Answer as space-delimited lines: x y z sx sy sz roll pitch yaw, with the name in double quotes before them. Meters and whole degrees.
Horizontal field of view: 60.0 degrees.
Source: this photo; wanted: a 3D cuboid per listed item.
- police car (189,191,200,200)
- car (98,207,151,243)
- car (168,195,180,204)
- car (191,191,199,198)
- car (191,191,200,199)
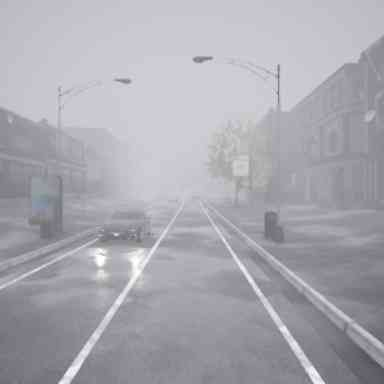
"police car" 0.869 0.973 76.368 1.930 1.638 5.238 0 0 0
"car" -3.106 1.508 16.117 1.837 1.490 4.892 0 0 0
"car" -3.068 1.258 57.685 2.033 1.411 5.357 0 1 1
"car" 0.863 0.679 92.291 2.150 2.045 5.566 0 0 0
"car" 0.866 0.710 86.290 2.150 2.045 5.566 0 0 0
